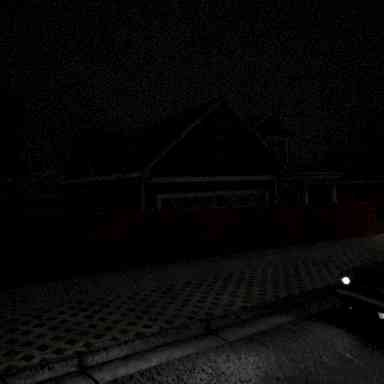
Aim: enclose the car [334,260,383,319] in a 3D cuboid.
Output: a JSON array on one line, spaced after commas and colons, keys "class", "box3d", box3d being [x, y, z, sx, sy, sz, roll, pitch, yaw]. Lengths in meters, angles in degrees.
[{"class": "car", "box3d": [4.815, 1.584, 6.237, 4.718, 1.301, 1.895, 0, 0, -33]}]
